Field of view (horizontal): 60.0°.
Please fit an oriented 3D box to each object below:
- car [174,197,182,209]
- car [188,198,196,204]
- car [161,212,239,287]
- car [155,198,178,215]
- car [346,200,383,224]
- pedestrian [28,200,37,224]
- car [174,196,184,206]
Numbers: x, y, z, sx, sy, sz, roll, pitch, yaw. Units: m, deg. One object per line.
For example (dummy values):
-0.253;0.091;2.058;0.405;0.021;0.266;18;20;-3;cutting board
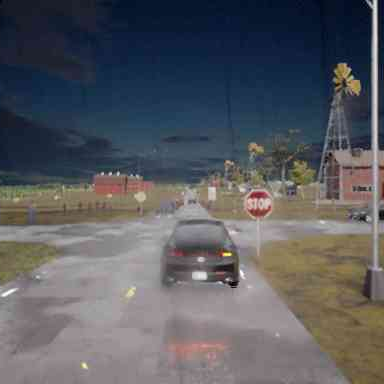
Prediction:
-2.825;1.772;45.766;1.994;1.385;4.181;0;-1;1;car
0.019;2.129;76.638;1.812;1.442;4.674;0;-1;0;car
0.247;1.526;9.426;1.837;1.490;4.892;0;0;2;car
-2.840;1.696;35.860;1.994;1.385;4.181;0;0;0;car
12.885;1.258;22.110;4.892;1.490;1.837;-1;1;2;car
-12.149;1.508;25.234;0.375;1.860;0.375;0;2;0;pedestrian
-2.817;1.805;55.950;2.128;1.511;4.902;0;-1;0;car
